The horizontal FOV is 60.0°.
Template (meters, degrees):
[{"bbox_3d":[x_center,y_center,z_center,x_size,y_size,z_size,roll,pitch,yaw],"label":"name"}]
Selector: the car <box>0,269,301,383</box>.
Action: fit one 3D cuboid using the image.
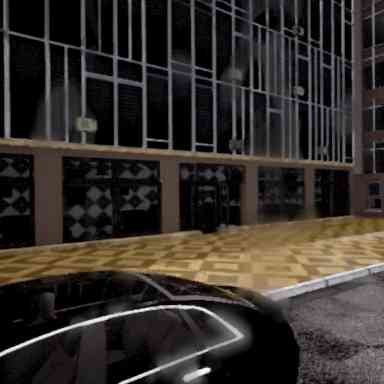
[{"bbox_3d":[-1.215,1.506,2.501,4.892,1.490,1.837,0,0,-35],"label":"car"}]
